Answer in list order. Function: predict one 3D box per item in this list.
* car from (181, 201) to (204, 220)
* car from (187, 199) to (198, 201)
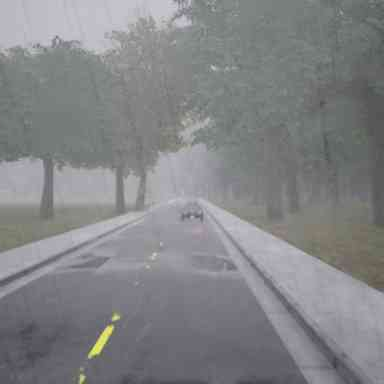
[{"bbox_3d":[0.042,1.750,29.205,1.895,1.301,4.718,0,0,1],"label":"car"},{"bbox_3d":[0.051,1.856,58.042,1.994,1.385,4.181,0,0,0],"label":"car"}]
